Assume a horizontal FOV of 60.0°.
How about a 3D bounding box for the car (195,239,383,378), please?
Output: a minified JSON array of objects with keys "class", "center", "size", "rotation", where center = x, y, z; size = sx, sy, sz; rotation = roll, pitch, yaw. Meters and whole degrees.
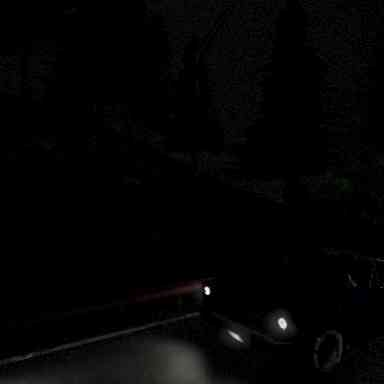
[{"class":"car","center":[2.412,1.552,5.542],"size":[4.718,1.301,1.895],"rotation":[0,1,-33]}]
